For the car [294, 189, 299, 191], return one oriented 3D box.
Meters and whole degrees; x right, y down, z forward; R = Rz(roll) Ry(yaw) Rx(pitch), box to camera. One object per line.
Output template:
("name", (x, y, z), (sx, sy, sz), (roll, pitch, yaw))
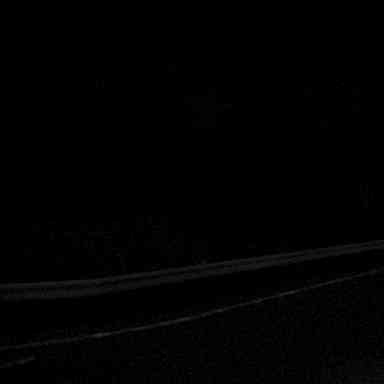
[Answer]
("car", (16.269, 0.033, 56.402), (4.553, 1.767, 2.097), (5, 1, 19))
